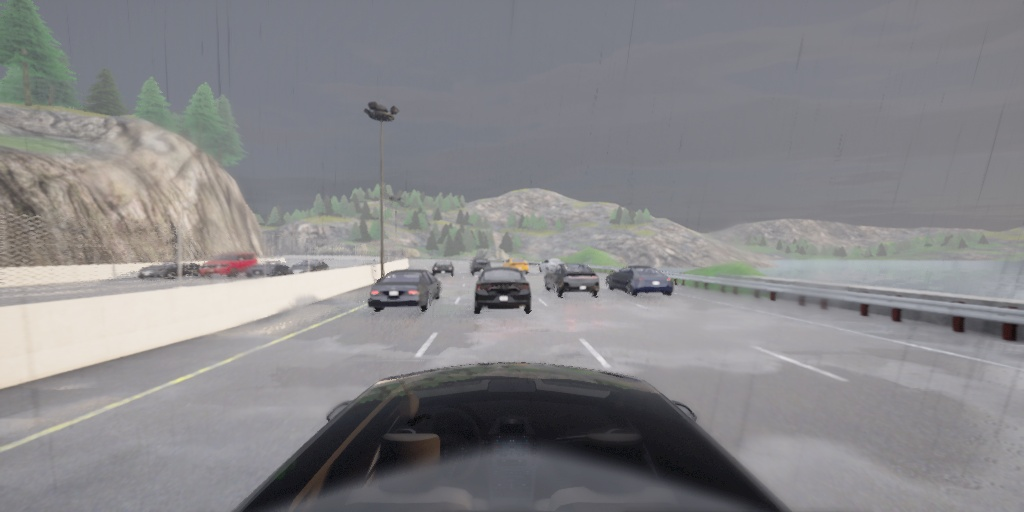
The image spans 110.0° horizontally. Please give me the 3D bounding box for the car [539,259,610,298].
[{"bbox_3d":[2.780,1.100,17.486,2.128,1.511,4.902,0,1,-5],"label":"car"}]

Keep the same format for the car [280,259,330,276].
[{"bbox_3d":[-16.561,1.044,29.455,2.128,1.511,4.902,0,0,-10],"label":"car"}]

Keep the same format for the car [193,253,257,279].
[{"bbox_3d":[-23.833,0.781,30.580,2.150,2.045,5.566,0,1,-10],"label":"car"}]

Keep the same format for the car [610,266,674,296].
[{"bbox_3d":[6.238,1.159,17.964,1.994,1.385,4.181,0,0,-5],"label":"car"}]

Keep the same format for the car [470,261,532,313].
[{"bbox_3d":[-0.414,1.128,13.465,1.882,1.535,5.008,0,0,-4],"label":"car"}]

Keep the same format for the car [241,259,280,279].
[{"bbox_3d":[-20.200,1.120,29.999,1.994,1.385,4.181,0,0,-10],"label":"car"}]

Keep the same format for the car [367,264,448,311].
[{"bbox_3d":[-3.901,1.203,13.818,2.033,1.411,5.357,0,0,-4],"label":"car"}]

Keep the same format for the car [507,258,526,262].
[{"bbox_3d":[0.309,0.935,35.622,1.882,1.535,5.008,0,0,-10],"label":"car"}]

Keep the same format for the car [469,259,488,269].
[{"bbox_3d":[-3.070,0.979,34.646,1.837,1.490,4.892,0,0,-10],"label":"car"}]

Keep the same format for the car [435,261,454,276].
[{"bbox_3d":[-6.331,1.096,33.151,1.895,1.301,4.718,0,0,-10],"label":"car"}]

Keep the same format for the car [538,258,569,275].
[{"bbox_3d":[3.952,0.979,35.035,1.812,1.442,4.674,0,0,-10],"label":"car"}]

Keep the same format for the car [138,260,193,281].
[{"bbox_3d":[-27.054,1.077,28.572,2.128,1.511,4.902,0,0,-10],"label":"car"}]
